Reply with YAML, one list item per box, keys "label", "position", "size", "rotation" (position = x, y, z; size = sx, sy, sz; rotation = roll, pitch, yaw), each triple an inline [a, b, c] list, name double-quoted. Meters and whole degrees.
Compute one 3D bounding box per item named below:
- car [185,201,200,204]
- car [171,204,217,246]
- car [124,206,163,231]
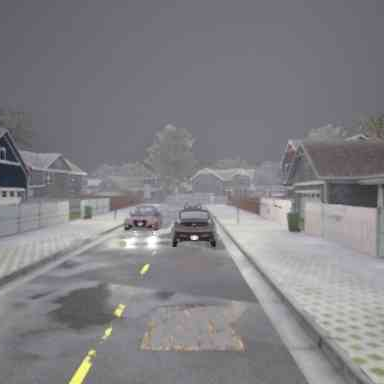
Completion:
- label: "car"
  position: [0.084, 1.612, 35.511]
  size: [1.895, 1.301, 4.718]
  rotation: [0, 0, 0]
- label: "car"
  position: [0.094, 1.509, 15.260]
  size: [1.837, 1.490, 4.892]
  rotation: [0, 0, 0]
- label: "car"
  position: [-2.847, 1.570, 20.256]
  size: [1.994, 1.385, 4.181]
  rotation: [0, 0, 0]
